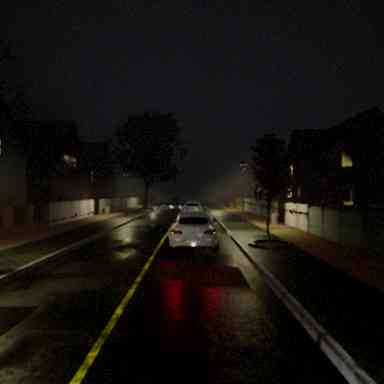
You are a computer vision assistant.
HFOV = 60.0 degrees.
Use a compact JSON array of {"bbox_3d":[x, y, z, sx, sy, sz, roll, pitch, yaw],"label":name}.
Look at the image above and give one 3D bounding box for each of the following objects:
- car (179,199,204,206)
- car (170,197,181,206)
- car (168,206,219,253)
[{"bbox_3d":[0.088,1.529,28.599,1.812,1.442,4.674,0,0,1],"label":"car"},{"bbox_3d":[-2.732,1.592,58.095,1.882,1.535,5.008,0,0,1],"label":"car"},{"bbox_3d":[0.069,1.515,13.531,1.812,1.442,4.674,0,0,1],"label":"car"}]
